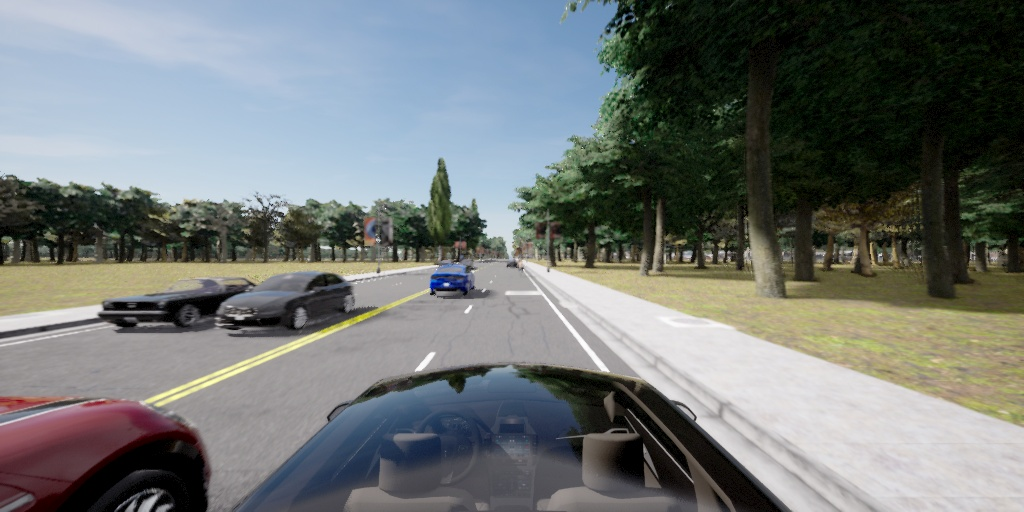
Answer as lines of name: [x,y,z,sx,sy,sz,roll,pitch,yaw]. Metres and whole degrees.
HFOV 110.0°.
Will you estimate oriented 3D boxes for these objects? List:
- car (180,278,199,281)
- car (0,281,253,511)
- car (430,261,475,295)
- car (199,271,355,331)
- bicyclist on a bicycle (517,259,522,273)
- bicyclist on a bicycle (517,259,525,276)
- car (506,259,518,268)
car: [-9.851,1.352,11.491,1.895,1.301,4.718,0,0,0]
car: [-3.150,1.102,0.602,2.097,1.767,4.553,0,0,0]
car: [-3.151,1.230,19.704,1.882,1.535,5.008,0,0,0]
car: [-6.599,1.256,11.117,1.837,1.490,4.892,0,0,0]
bicyclist on a bicycle: [0.891,1.213,43.664,0.582,1.620,1.656,0,0,0]
bicyclist on a bicycle: [0.874,1.194,34.534,0.866,1.612,1.509,0,0,0]
car: [0.003,1.292,61.616,1.812,1.442,4.674,0,0,0]
